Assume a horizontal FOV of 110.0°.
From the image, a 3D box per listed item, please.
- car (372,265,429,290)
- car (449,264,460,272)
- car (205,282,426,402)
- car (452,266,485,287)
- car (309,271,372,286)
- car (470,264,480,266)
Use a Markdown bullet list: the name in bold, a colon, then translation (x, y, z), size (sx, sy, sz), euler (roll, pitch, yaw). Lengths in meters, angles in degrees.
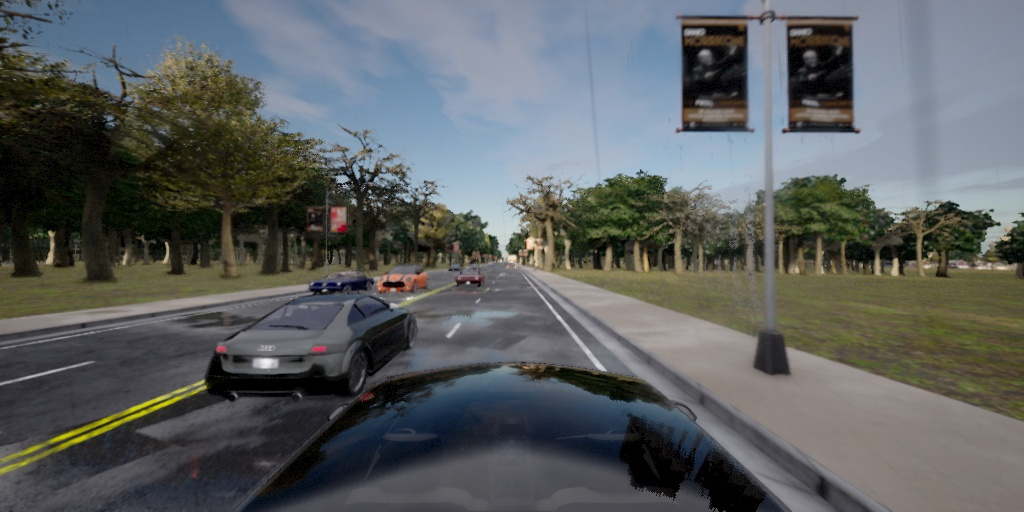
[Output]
- **car**: translation (-6.604, 1.344, 22.187), size (2.097, 1.767, 4.553), euler (0, -1, 0)
- **car**: translation (-9.782, 2.130, 62.731), size (2.033, 1.411, 5.357), euler (0, -1, 1)
- **car**: translation (-3.158, 1.364, 6.612), size (1.994, 1.385, 4.181), euler (0, -1, 0)
- **car**: translation (-3.158, 1.676, 28.060), size (1.895, 1.301, 4.718), euler (0, -1, 0)
- **car**: translation (-9.856, 1.577, 21.089), size (1.895, 1.301, 4.718), euler (0, -1, 0)
- **car**: translation (-6.546, 2.098, 62.677), size (1.837, 1.490, 4.892), euler (0, -1, 1)
